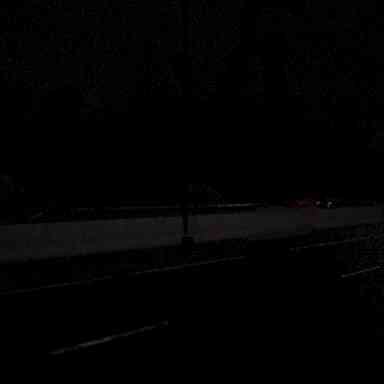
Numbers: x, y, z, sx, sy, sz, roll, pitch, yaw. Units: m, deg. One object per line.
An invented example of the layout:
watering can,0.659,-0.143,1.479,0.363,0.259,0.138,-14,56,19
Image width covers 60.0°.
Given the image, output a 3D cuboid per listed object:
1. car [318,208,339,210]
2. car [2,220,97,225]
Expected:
car,17.886,1.414,42.173,4.553,1.767,2.097,0,0,-33
car,-6.904,1.532,16.256,4.674,1.442,1.812,0,0,-35
